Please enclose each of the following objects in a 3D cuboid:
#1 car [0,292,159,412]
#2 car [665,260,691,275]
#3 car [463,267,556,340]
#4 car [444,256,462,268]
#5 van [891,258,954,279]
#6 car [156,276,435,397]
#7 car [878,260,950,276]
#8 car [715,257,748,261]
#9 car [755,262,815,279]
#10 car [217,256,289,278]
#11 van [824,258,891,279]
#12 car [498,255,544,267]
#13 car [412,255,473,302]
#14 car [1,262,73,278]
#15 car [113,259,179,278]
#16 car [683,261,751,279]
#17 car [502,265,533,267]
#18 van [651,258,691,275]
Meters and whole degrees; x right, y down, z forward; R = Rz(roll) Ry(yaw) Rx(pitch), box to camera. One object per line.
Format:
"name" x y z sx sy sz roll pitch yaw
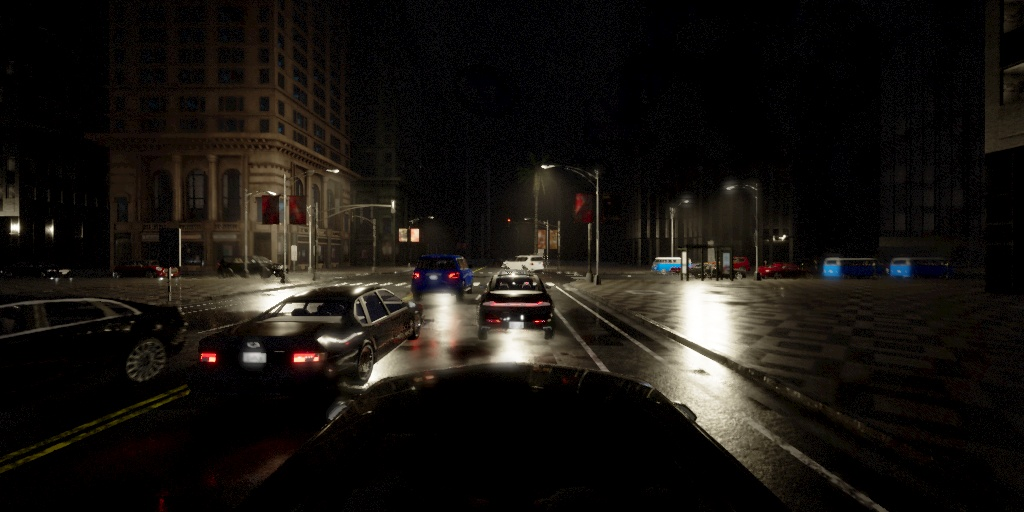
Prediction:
"car" -6.601 1.242 4.203 2.128 1.511 4.902 0 0 0
"car" 18.236 1.331 35.693 4.718 1.301 1.895 0 0 0
"car" 0.093 1.240 9.981 2.128 1.511 4.902 0 0 0
"car" -9.835 0.974 60.141 2.150 2.045 5.566 0 0 0
"van" 34.101 1.080 29.838 3.998 1.789 1.690 0 0 0
"car" -3.148 1.297 6.912 2.033 1.411 5.357 0 0 0
"car" 39.877 1.199 35.672 5.008 1.535 1.882 0 0 0
"car" 22.741 1.035 38.358 5.009 1.841 2.192 0 0 0
"car" 22.747 1.326 29.833 4.207 1.307 1.802 0 0 0
"car" -23.445 0.996 32.528 5.566 2.045 2.150 0 0 0
"van" 28.424 1.082 29.836 3.998 1.789 1.690 0 0 0
"car" 1.210 0.973 39.947 2.150 2.045 5.566 -2 1 -38
"car" -3.152 0.972 17.153 2.150 2.045 5.566 0 0 0
"car" -43.147 1.289 32.635 4.902 1.511 2.128 0 0 0
"car" -33.164 1.137 32.582 4.553 1.767 2.097 0 0 0
"car" 17.069 1.299 29.831 4.403 1.370 2.007 0 0 0
"car" 0.084 1.351 19.096 1.895 1.301 4.718 0 0 0
"van" 17.064 1.065 38.356 3.998 1.789 1.690 0 0 0
